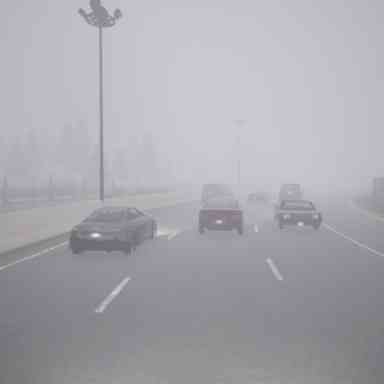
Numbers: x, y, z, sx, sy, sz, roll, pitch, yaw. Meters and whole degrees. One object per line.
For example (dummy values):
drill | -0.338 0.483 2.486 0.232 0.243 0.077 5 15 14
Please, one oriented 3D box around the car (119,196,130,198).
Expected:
car | -6.498 0.232 39.497 2.128 1.511 4.902 1 2 22

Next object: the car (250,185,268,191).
car | 14.707 -0.913 73.037 1.994 1.385 4.181 2 2 42

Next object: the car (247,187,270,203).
car | 7.128 0.389 35.443 1.812 1.442 4.674 1 2 22

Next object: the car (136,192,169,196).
car | -3.805 0.368 36.912 2.033 1.411 5.357 1 2 21

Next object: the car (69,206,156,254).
car | -2.591 1.185 11.775 1.994 1.385 4.181 0 2 7

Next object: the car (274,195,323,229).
car | 5.249 1.052 16.998 1.895 1.301 4.718 0 2 10

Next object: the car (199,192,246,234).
car | 1.498 0.971 15.709 1.882 1.535 5.008 0 2 9

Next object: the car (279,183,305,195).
car | 10.158 0.138 33.707 2.150 2.045 5.566 1 2 21

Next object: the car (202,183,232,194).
car | 2.643 0.144 33.635 2.150 2.045 5.566 0 2 20
